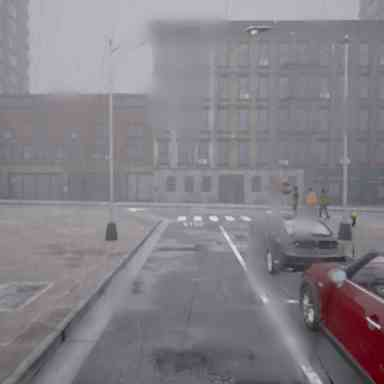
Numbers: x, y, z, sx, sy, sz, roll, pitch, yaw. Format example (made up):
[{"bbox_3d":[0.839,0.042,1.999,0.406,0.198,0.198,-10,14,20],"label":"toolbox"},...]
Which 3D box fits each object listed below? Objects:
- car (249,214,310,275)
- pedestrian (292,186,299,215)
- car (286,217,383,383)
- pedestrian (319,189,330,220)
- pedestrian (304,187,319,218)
[{"bbox_3d":[2.693,1.287,9.262,2.008,1.369,4.403,0,2,0],"label":"car"},{"bbox_3d":[6.116,0.579,19.751,0.375,1.860,0.375,0,1,0],"label":"pedestrian"},{"bbox_3d":[2.664,1.330,3.757,1.967,1.590,4.097,0,2,0],"label":"car"},{"bbox_3d":[7.569,0.671,19.145,0.375,1.860,0.375,0,1,0],"label":"pedestrian"},{"bbox_3d":[6.671,0.620,18.548,0.375,1.860,0.375,0,1,0],"label":"pedestrian"}]
